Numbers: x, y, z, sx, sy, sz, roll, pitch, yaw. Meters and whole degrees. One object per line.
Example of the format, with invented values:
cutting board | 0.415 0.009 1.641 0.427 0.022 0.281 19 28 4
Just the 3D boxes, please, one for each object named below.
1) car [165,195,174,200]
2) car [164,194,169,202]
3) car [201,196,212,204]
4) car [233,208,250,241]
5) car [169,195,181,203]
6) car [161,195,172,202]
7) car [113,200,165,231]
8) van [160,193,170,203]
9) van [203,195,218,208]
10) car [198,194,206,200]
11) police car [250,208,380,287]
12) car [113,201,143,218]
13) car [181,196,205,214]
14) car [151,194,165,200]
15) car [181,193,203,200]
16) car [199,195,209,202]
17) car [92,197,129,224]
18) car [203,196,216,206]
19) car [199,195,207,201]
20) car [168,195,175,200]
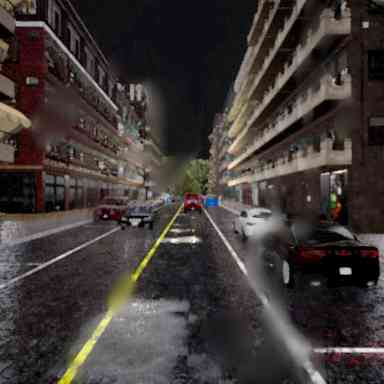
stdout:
car | -5.640 1.405 85.566 2.008 1.369 4.403 1 0 0
car | -5.653 1.467 57.710 1.947 1.339 4.313 1 0 0
car | 2.709 1.437 63.238 1.887 1.381 4.507 1 0 0
car | 3.155 1.497 16.269 1.812 1.442 4.674 0 0 0
car | -2.970 1.386 65.441 1.882 1.535 5.008 0 0 0
car | -5.645 1.424 74.422 2.008 1.369 4.403 1 0 0
car | -3.091 1.456 20.482 2.128 1.511 4.902 0 0 0
van | -5.645 1.224 68.852 1.690 1.788 3.998 1 0 0
van | 2.728 1.261 46.524 1.690 1.788 3.998 1 0 0
car | 2.710 1.396 91.093 2.008 1.369 4.403 1 0 0
police car | 3.137 1.408 9.378 1.930 1.638 5.238 0 0 0
car | -5.666 1.530 29.855 1.802 1.307 4.206 1 0 0
car | 0.096 1.465 34.941 1.812 1.442 4.674 0 0 0
car | -5.655 1.436 51.969 1.752 1.417 4.829 1 0 0
car | 0.045 1.145 46.015 2.150 2.045 5.566 0 0 0
car | 2.702 1.439 74.380 1.947 1.339 4.313 1 0 0
car | -5.665 1.273 24.283 2.192 1.841 5.009 1 0 0
car | 2.732 1.436 52.266 1.752 1.417 4.829 1 0 0
car | 2.705 1.446 79.951 1.802 1.307 4.206 1 0 0
car | -5.638 1.427 91.137 1.802 1.307 4.206 1 0 0
